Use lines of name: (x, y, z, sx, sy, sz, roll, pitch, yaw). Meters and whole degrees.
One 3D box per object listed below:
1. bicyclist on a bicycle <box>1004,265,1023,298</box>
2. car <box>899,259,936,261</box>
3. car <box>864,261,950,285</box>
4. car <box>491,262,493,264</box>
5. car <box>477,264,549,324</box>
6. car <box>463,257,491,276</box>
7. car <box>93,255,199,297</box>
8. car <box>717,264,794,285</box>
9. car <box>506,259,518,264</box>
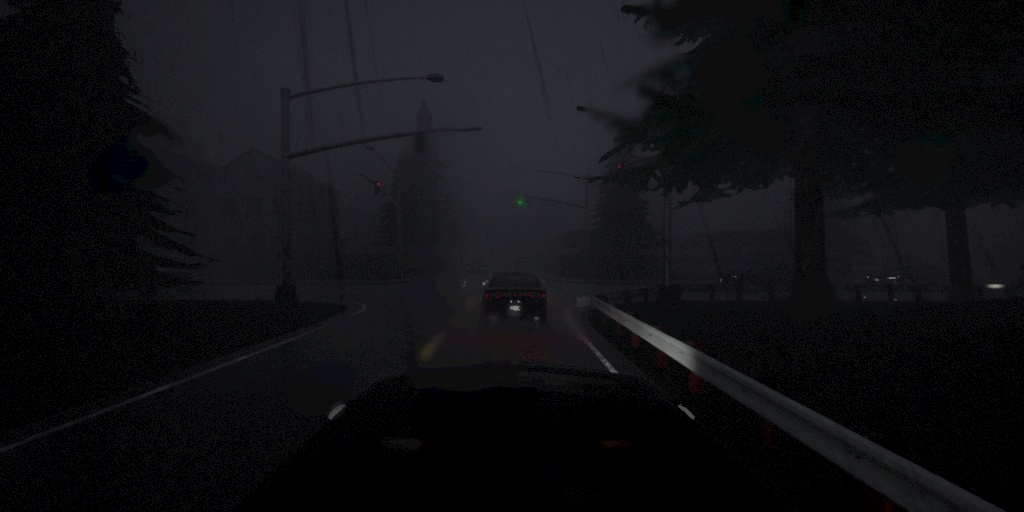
bicyclist on a bicycle: (21.016, 1.171, 14.522, 0.582, 1.620, 1.656, -1, -1, 1)
car: (32.383, 1.066, 28.207, 2.097, 1.767, 4.553, 0, 0, 18)
car: (24.424, 1.219, 22.273, 4.892, 1.490, 1.837, 0, 0, -14)
car: (-3.579, 1.179, 47.421, 1.882, 1.535, 5.008, 0, 0, 0)
car: (0.095, 1.215, 11.892, 1.882, 1.535, 5.008, 0, 0, 0)
car: (-3.581, 1.190, 37.099, 1.882, 1.535, 5.008, 0, 0, 0)
car: (-19.273, 0.938, 18.221, 5.566, 2.045, 2.150, 0, 0, 0)
car: (15.091, 1.206, 21.687, 4.902, 1.511, 2.128, 0, 0, 0)
car: (-0.016, 1.251, 60.641, 1.994, 1.385, 4.181, 0, 0, -2)
